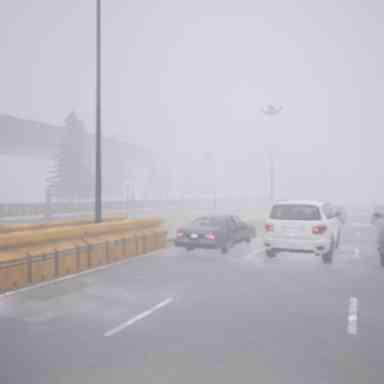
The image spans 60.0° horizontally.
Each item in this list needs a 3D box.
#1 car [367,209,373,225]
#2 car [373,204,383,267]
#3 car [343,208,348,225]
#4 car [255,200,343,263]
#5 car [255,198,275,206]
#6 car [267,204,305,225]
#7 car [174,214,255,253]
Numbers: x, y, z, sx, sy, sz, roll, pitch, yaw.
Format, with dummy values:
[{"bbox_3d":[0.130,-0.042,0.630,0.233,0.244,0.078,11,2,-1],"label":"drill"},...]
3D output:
[{"bbox_3d":[14.665,1.684,25.390,1.837,1.490,4.892,0,0,27],"label":"car"},{"bbox_3d":[7.469,1.302,11.169,2.150,2.045,5.566,0,0,27],"label":"car"},{"bbox_3d":[11.083,1.733,26.090,2.033,1.411,5.357,0,0,27],"label":"car"},{"bbox_3d":[4.347,1.317,12.750,2.150,2.045,5.566,0,0,27],"label":"car"},{"bbox_3d":[15.084,2.039,68.819,2.033,1.411,5.357,0,-1,36],"label":"car"},{"bbox_3d":[7.959,1.748,27.668,2.033,1.411,5.357,0,0,27],"label":"car"},{"bbox_3d":[1.210,1.654,14.295,2.033,1.411,5.357,0,0,27],"label":"car"}]
